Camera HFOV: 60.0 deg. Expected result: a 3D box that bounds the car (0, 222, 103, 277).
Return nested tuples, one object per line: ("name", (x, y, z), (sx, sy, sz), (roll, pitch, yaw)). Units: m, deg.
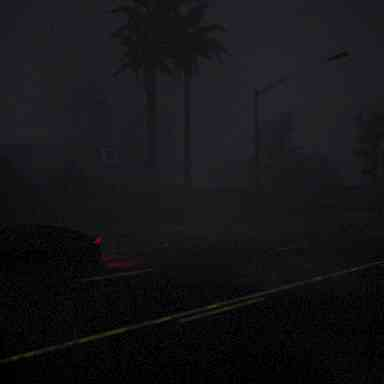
("car", (-4.678, 1.559, 9.253), (4.181, 1.385, 1.994), (0, 0, -35))
